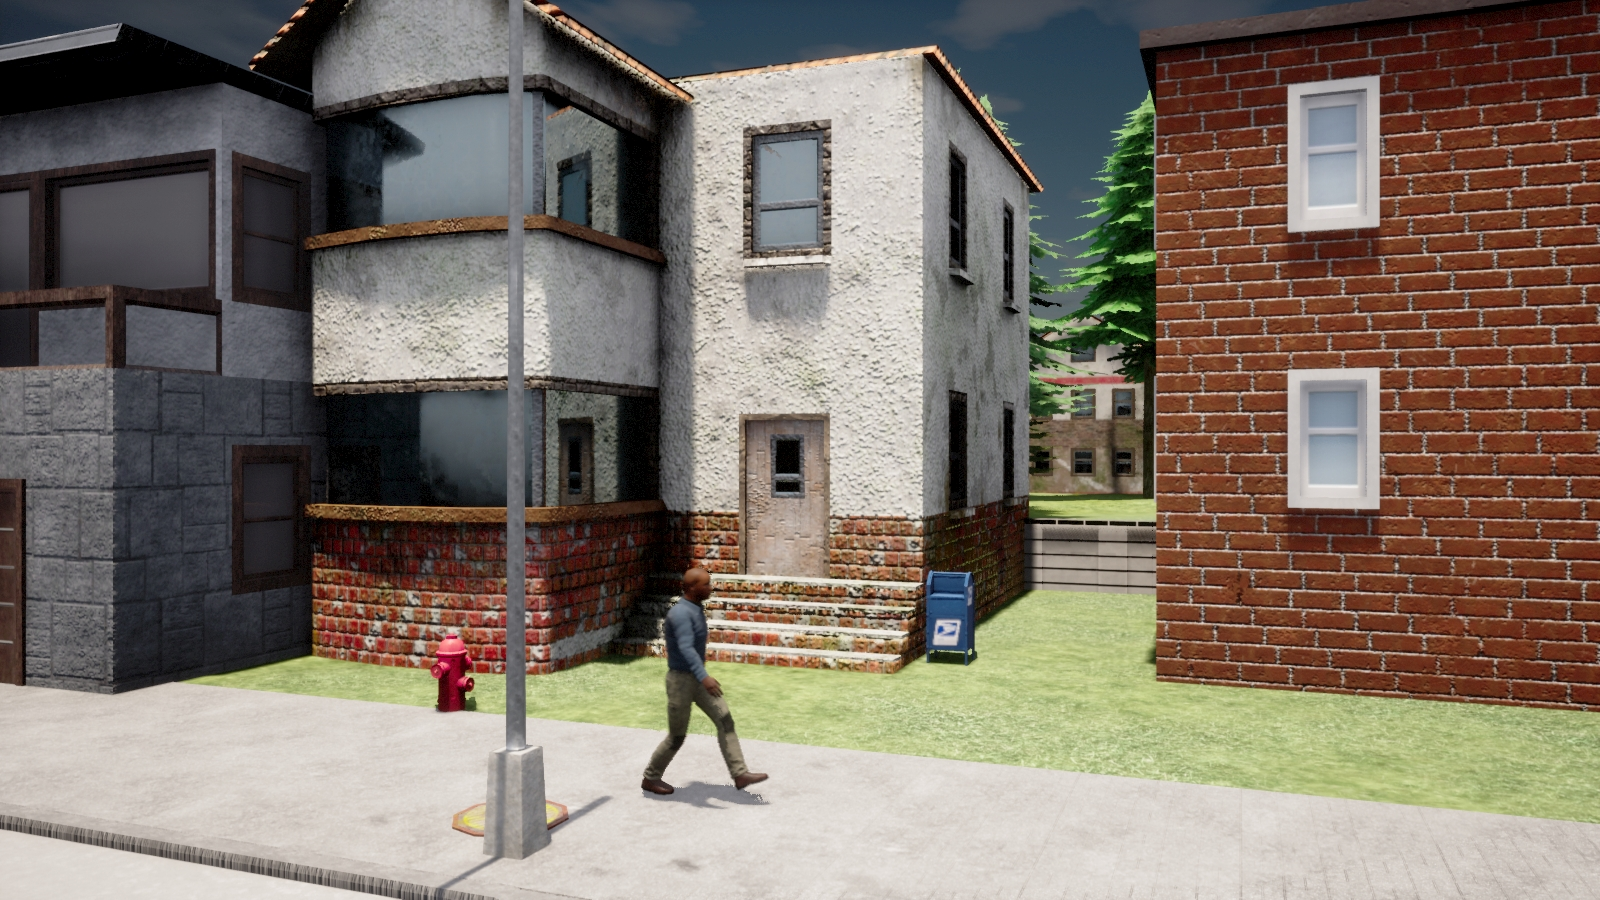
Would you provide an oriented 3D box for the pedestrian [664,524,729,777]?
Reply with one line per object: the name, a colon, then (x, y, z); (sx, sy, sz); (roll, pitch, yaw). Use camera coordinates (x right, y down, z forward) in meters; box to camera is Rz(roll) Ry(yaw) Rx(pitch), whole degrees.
pedestrian: (-0.792, 1.516, 8.784); (0.375, 1.860, 0.375); (0, 0, 18)
